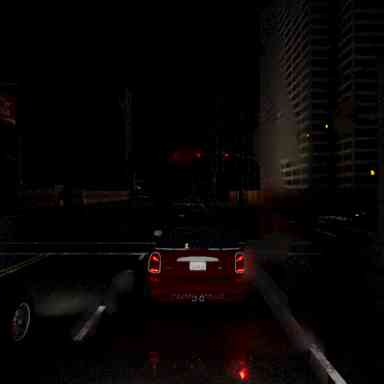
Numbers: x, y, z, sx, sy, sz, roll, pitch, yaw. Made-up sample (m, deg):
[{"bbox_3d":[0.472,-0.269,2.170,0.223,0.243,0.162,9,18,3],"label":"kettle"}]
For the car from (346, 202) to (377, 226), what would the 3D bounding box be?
[{"bbox_3d":[13.389,1.571,22.957,4.181,1.385,1.994,0,0,0],"label":"car"}]

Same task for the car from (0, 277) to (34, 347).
[{"bbox_3d":[-3.396,1.527,3.342,1.812,1.442,4.674,0,0,0],"label":"car"}]

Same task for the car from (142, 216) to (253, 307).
[{"bbox_3d":[0.105,1.355,8.117,2.097,1.767,4.553,0,0,0],"label":"car"}]

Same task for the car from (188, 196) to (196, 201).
[{"bbox_3d":[0.052,1.621,83.466,1.895,1.301,4.718,0,0,0],"label":"car"}]

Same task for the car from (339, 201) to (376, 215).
[{"bbox_3d":[16.289,1.557,30.170,5.357,1.411,2.033,0,0,0],"label":"car"}]
